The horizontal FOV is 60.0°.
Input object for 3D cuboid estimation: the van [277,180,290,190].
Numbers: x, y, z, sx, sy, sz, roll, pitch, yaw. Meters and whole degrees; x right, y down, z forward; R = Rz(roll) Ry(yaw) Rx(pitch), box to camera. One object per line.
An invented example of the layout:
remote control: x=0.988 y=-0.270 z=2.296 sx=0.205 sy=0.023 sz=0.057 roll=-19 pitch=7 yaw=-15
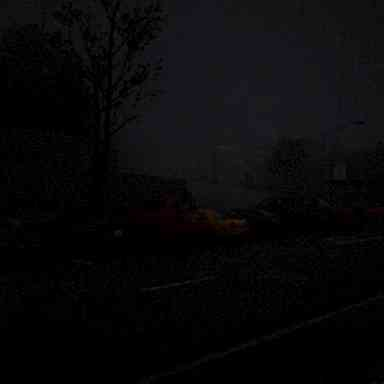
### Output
van: x=19.158 y=-1.300 z=65.965 sx=1.878 sy=1.987 sz=4.442 roll=7 pitch=3 yaw=35

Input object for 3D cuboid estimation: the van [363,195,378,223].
van: x=10.319 y=1.375 z=23.535 sx=4.442 sy=1.987 sz=1.878 roll=-1 pitch=-1 yaw=35

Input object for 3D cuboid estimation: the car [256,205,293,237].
car: x=2.816 y=1.594 z=18.436 sx=4.674 sy=1.452 sz=2.002 roll=-1 pitch=-1 yaw=35

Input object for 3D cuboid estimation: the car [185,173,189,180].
car: x=0.160 y=-4.171 z=93.095 sx=2.435 sy=2.045 sz=5.566 roll=1 pitch=-2 yaw=35

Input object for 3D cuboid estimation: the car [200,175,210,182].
car: x=5.420 y=-3.507 z=85.786 sx=2.435 sy=2.045 sz=5.566 roll=7 pitch=3 yaw=34

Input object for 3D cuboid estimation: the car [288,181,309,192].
car: x=20.905 y=-0.801 z=63.593 sx=2.231 sy=1.521 sz=4.892 roll=7 pitch=3 yaw=35

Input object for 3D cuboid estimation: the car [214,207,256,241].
car: x=0.202 y=1.537 z=16.820 sx=5.366 sy=1.575 sz=1.946 roll=-1 pitch=-1 yaw=35

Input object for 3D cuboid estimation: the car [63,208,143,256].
car: x=-4.579 y=1.537 z=13.269 sx=4.792 sy=1.488 sz=2.163 roll=-1 pitch=-1 yaw=35

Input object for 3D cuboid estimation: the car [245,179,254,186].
car: x=14.059 y=-1.852 z=73.512 sx=2.002 sy=1.452 sz=4.674 roll=7 pitch=3 yaw=35

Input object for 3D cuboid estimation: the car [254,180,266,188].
car: x=15.879 y=-1.620 z=71.183 sx=1.946 sy=1.575 sz=5.366 roll=7 pitch=3 yaw=35

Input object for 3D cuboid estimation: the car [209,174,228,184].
car: x=7.260 y=-2.984 z=83.518 sx=1.946 sy=1.575 sz=5.366 roll=7 pitch=3 yaw=34

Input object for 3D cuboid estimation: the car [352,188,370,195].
car: x=27.759 y=0.328 z=53.702 sx=2.002 sy=1.452 sz=4.674 roll=7 pitch=3 yaw=35

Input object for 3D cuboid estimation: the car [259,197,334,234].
car: x=5.252 y=1.319 z=20.183 sx=5.566 sy=2.045 sz=2.435 roll=-1 pitch=-1 yaw=35

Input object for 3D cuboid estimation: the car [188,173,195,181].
car: x=1.920 y=-3.894 z=90.739 sx=2.185 sy=1.767 sz=4.553 roll=4 pitch=1 yaw=34

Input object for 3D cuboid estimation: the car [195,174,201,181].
car: x=3.638 y=-3.659 z=88.261 sx=2.185 sy=1.767 sz=4.553 roll=6 pitch=3 yaw=34

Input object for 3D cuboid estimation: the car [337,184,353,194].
car: x=26.081 y=-0.235 z=56.183 sx=2.435 sy=2.045 sz=5.566 roll=7 pitch=3 yaw=35

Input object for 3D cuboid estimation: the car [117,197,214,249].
car: x=-2.125 y=1.272 z=15.004 sx=5.566 sy=2.045 sz=2.435 roll=-1 pitch=-1 yaw=35

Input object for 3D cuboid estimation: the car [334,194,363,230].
car: x=7.773 y=1.334 z=21.877 sx=5.566 sy=2.045 sz=2.435 roll=-1 pitch=-1 yaw=35

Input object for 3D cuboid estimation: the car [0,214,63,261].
car: x=-7.006 y=1.496 z=11.534 sx=4.892 sy=1.521 sz=2.231 roll=-1 pitch=-1 yaw=35

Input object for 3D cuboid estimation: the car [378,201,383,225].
car: x=12.736 y=1.492 z=25.274 sx=4.553 sy=1.767 sz=2.185 roll=-1 pitch=-1 yaw=36

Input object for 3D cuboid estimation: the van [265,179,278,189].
van: x=17.441 y=-1.573 z=68.444 sx=1.878 sy=1.987 sz=4.442 roll=7 pitch=3 yaw=35

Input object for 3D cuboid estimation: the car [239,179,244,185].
car: x=12.328 y=-2.126 z=75.983 sx=2.002 sy=1.452 sz=4.674 roll=7 pitch=3 yaw=35
